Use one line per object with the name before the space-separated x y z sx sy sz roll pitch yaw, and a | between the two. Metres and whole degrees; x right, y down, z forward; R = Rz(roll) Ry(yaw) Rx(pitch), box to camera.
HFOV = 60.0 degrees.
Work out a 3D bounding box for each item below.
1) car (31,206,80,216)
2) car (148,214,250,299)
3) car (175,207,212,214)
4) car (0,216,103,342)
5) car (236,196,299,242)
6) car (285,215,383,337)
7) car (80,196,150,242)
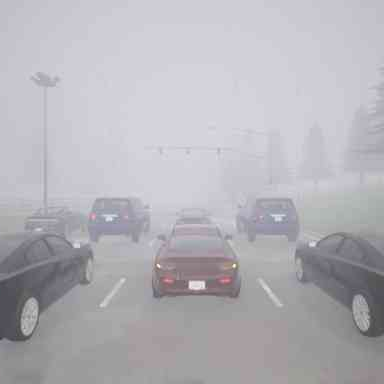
car | -6.935 1.492 17.568 2.128 1.511 4.902 0 0 0
car | 0.085 1.526 8.348 1.812 1.442 4.674 0 0 0
car | 0.068 1.526 17.712 1.812 1.442 4.674 0 0 0
car | -3.412 1.478 6.498 1.882 1.535 5.008 0 0 0
car | 3.574 1.222 16.536 2.150 2.045 5.566 0 0 0
car | 3.587 1.478 6.664 1.882 1.535 5.008 0 0 0
car | -3.433 1.222 16.503 2.150 2.045 5.566 0 0 0
